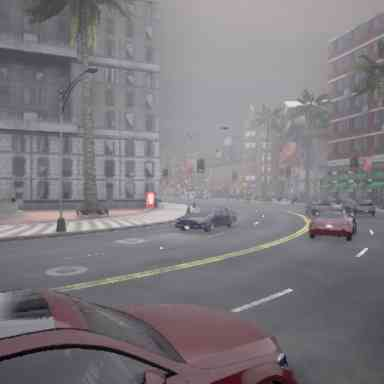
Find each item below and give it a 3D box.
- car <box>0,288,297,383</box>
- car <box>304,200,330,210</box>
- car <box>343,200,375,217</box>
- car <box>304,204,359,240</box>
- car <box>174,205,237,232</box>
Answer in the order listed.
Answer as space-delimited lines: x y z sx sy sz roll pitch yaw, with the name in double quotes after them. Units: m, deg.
-1.206 1.523 2.453 4.674 1.442 1.812 0 0 -36 "car"
12.106 1.472 31.953 2.128 1.511 4.902 0 0 8 "car"
15.565 1.474 31.412 2.128 1.511 4.902 0 0 8 "car"
7.312 1.554 17.159 1.994 1.385 4.181 0 0 28 "car"
1.045 1.530 20.255 2.033 1.411 5.357 0 0 30 "car"
